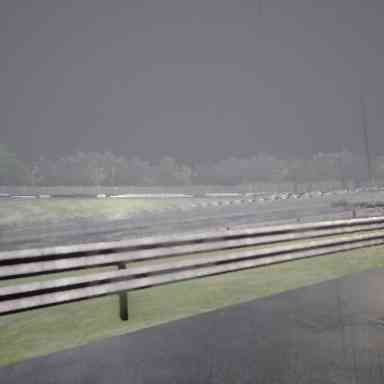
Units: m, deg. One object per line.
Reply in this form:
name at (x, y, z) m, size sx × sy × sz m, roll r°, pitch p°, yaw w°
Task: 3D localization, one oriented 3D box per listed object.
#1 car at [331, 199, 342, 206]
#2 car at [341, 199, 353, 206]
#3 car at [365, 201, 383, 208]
car at (27.659, 2.101, 61.465) m, size 4.892 × 1.490 × 1.837 m, roll -4°, pitch 2°, yaw -27°
car at (29.260, 2.149, 58.353) m, size 4.902 × 1.511 × 2.128 m, roll -4°, pitch 2°, yaw -27°
car at (30.856, 2.124, 55.238) m, size 5.008 × 1.535 × 1.882 m, roll -4°, pitch 2°, yaw -27°
